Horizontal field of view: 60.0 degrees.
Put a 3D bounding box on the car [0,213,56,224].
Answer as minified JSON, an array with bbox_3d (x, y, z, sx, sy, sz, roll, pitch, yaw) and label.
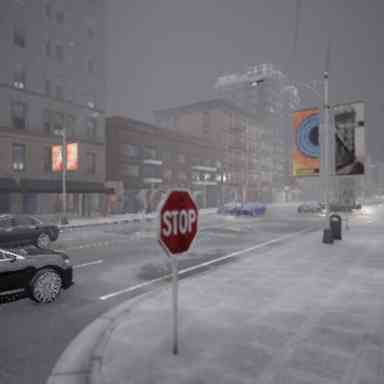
[{"bbox_3d":[-7.807,1.683,13.426,1.837,1.490,4.892,-1,-1,34],"label":"car"}]

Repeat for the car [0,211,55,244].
[{"bbox_3d":[-9.492,1.785,16.946,1.994,1.385,4.181,-1,-1,37],"label":"car"}]

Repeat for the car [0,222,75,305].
[{"bbox_3d":[-4.569,1.585,6.204,2.128,1.511,4.902,-1,-1,34],"label":"car"}]

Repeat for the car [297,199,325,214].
[{"bbox_3d":[14.268,1.866,40.394,1.994,1.385,4.181,-1,-1,34],"label":"car"}]

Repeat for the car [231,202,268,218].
[{"bbox_3d":[6.244,1.771,34.479,1.882,1.535,5.008,-1,-1,34],"label":"car"}]

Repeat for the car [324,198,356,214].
[{"bbox_3d":[17.705,1.629,39.682,2.097,1.767,4.553,-1,-1,34],"label":"car"}]

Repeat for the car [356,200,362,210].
[{"bbox_3d":[22.973,1.845,47.685,1.812,1.442,4.674,-1,-1,34],"label":"car"}]

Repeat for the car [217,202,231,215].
[{"bbox_3d":[4.591,1.859,37.859,1.812,1.442,4.674,-1,-1,34],"label":"car"}]
